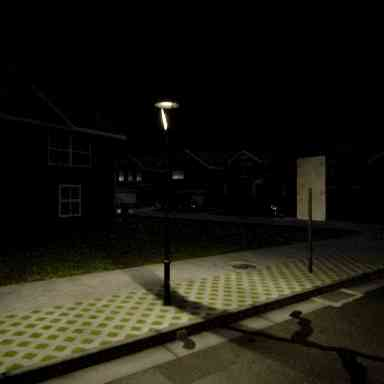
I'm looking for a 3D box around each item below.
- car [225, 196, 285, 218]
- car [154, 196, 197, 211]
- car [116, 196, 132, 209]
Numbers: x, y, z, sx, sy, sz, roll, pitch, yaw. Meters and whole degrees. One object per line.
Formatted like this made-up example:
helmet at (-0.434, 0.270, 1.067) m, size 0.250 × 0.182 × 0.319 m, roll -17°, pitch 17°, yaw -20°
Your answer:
car at (4.999, 1.128, 26.530) m, size 4.553 × 1.767 × 2.097 m, roll 1°, pitch 1°, yaw 34°
car at (-1.809, 1.147, 34.751) m, size 4.892 × 1.490 × 1.837 m, roll 1°, pitch 1°, yaw 34°
car at (-8.518, 1.101, 35.778) m, size 4.674 × 1.442 × 1.812 m, roll 1°, pitch 1°, yaw 34°
